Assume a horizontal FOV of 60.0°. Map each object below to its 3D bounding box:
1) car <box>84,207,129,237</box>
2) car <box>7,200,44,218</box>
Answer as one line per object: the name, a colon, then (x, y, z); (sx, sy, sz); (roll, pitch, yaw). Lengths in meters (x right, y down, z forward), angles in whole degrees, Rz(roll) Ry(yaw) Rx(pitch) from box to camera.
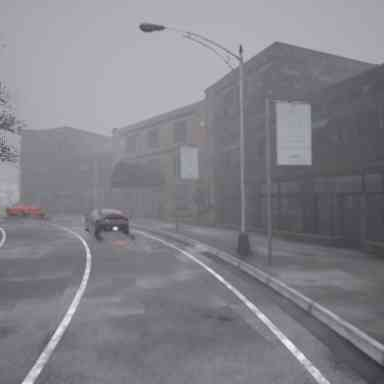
car: (-5.050, 1.661, 19.431); (1.837, 1.490, 4.892); (1, -1, -26)
car: (-17.034, 1.642, 33.911); (4.553, 1.767, 2.097); (0, -1, 40)
